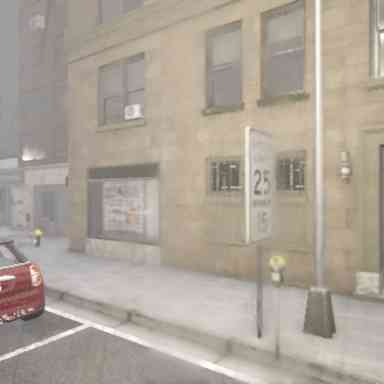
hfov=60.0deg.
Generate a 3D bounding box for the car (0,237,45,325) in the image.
[{"bbox_3d":[-4.568,1.476,6.108,4.097,1.590,1.967,0,0,36],"label":"car"}]
